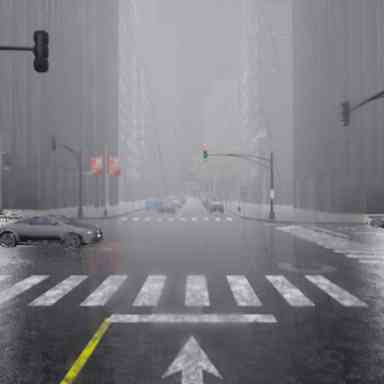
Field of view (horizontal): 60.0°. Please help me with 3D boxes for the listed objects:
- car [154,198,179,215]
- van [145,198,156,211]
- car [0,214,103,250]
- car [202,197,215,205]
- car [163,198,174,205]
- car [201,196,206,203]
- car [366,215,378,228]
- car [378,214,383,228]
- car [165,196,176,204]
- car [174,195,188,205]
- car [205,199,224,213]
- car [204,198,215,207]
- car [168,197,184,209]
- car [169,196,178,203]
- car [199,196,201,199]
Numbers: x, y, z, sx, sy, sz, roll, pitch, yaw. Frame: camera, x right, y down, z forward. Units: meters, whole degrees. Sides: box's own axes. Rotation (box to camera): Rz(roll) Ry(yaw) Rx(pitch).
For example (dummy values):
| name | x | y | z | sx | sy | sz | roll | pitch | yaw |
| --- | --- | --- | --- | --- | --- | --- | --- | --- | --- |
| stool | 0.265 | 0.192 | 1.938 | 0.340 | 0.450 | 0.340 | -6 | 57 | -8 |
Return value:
| name | x | y | z | sx | sy | sz | roll | pitch | yaw |
| --- | --- | --- | --- | --- | --- | --- | --- | --- | --- |
| car | -2.894 | 1.791 | 38.987 | 1.882 | 1.535 | 5.008 | 0 | 0 | 1 |
| van | -5.488 | 1.716 | 46.625 | 1.690 | 1.788 | 3.998 | 0 | 0 | 1 |
| car | -6.051 | 1.666 | 14.443 | 4.181 | 1.385 | 1.994 | 1 | 0 | 0 |
| car | 3.091 | 1.970 | 52.055 | 2.008 | 1.369 | 4.403 | 0 | 0 | 1 |
| car | -5.218 | 2.147 | 74.184 | 1.887 | 1.381 | 4.507 | 0 | 0 | 1 |
| car | 3.145 | 1.780 | 57.569 | 2.192 | 1.841 | 5.009 | 0 | 0 | 1 |
| car | 15.315 | 2.000 | 24.211 | 4.902 | 1.511 | 2.128 | 1 | -1 | 0 |
| car | 14.913 | 1.960 | 20.955 | 4.902 | 1.511 | 2.128 | 1 | -1 | 1 |
| car | -5.164 | 1.963 | 79.698 | 2.192 | 1.841 | 5.009 | 0 | 0 | 1 |
| car | -2.490 | 1.695 | 70.724 | 2.150 | 2.045 | 5.566 | 0 | 0 | 1 |
| car | 2.983 | 1.880 | 41.030 | 2.008 | 1.369 | 4.403 | 0 | 0 | 1 |
| car | 3.038 | 1.901 | 46.712 | 1.752 | 1.417 | 4.829 | 0 | 0 | 1 |
| car | -2.733 | 1.965 | 54.485 | 1.812 | 1.442 | 4.674 | 0 | 0 | 1 |
| car | -5.056 | 2.054 | 90.723 | 2.192 | 1.841 | 5.009 | 0 | 0 | 1 |
| car | 3.361 | 2.087 | 79.619 | 1.967 | 1.590 | 4.097 | 0 | 0 | 1 |
